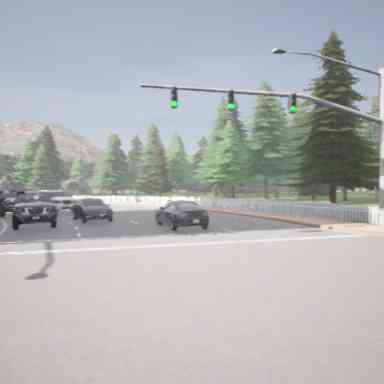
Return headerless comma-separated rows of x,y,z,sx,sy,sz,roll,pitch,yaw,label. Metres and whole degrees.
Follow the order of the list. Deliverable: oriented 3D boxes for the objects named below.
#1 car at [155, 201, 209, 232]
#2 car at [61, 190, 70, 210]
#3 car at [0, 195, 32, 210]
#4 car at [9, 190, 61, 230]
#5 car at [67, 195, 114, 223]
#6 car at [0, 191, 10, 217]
-0.608,1.178,17.678,1.812,1.442,4.674,-1,1,-20,car
-12.390,0.828,29.840,2.150,2.045,5.566,-2,1,-45,car
-19.898,1.090,36.318,4.902,1.511,2.128,0,1,32,car
-9.332,0.961,19.577,2.150,2.045,5.566,-1,1,-28,car
-6.714,1.164,22.175,1.837,1.490,4.892,-1,1,-31,car
-15.410,0.900,27.976,2.150,2.045,5.566,-2,1,-45,car
